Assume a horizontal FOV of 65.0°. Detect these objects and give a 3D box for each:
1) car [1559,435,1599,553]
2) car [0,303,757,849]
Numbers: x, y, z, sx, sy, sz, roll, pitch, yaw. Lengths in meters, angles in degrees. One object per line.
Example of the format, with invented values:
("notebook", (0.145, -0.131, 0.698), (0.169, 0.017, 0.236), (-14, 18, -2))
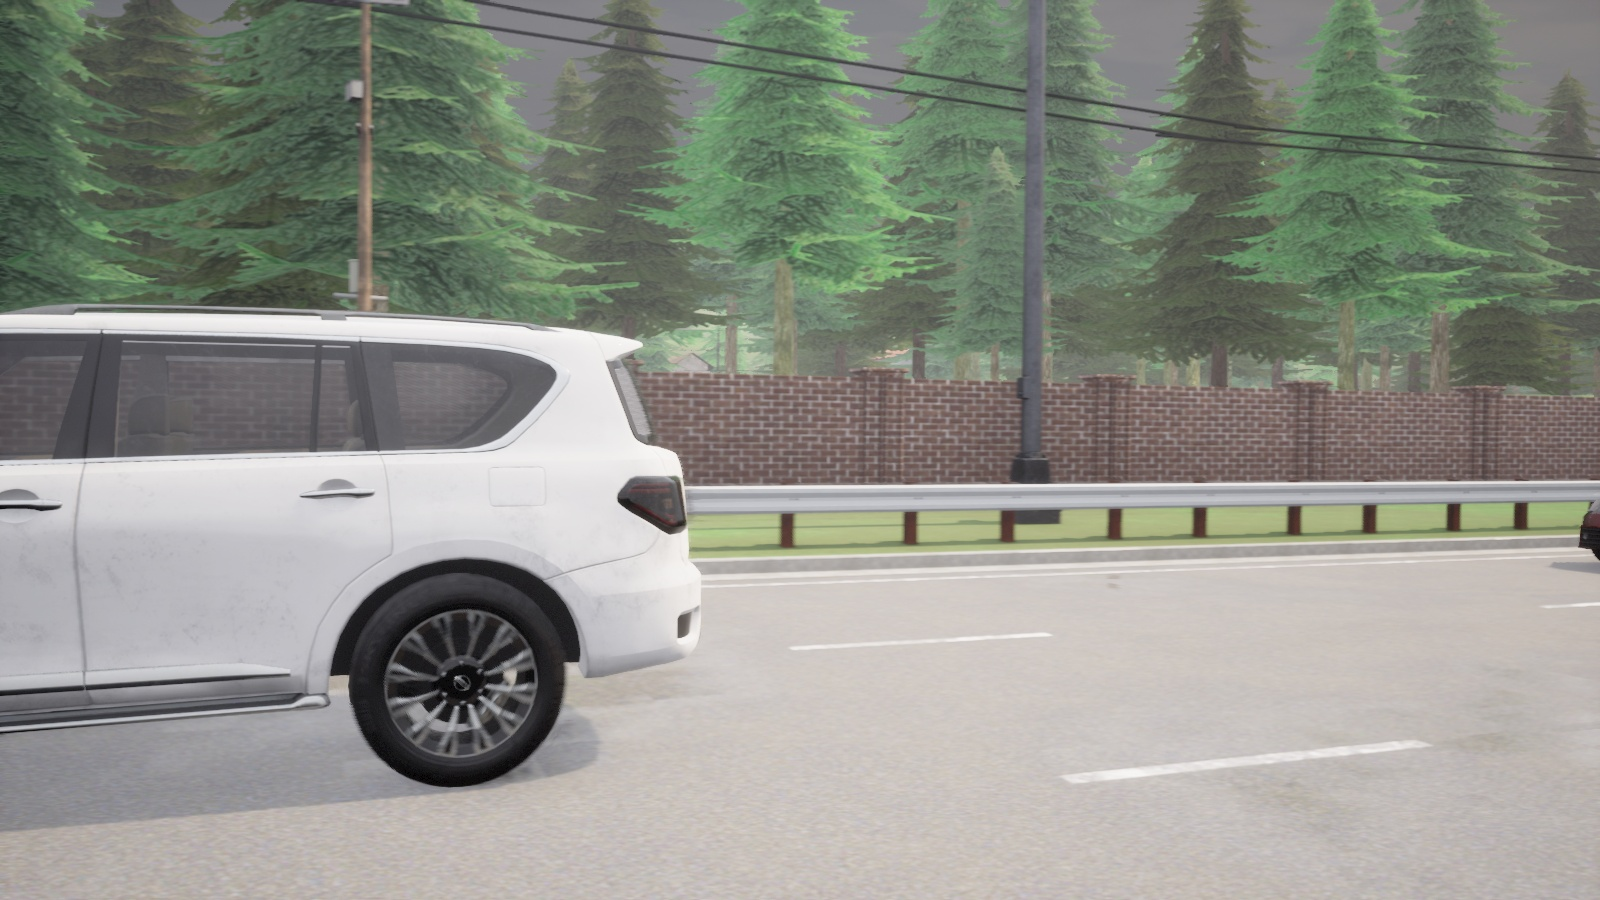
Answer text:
("car", (11.554, 0.491, 15.115), (4.181, 1.385, 1.994), (-1, 1, -21))
("car", (-3.192, 0.458, 5.768), (5.566, 2.045, 2.150), (-1, 1, -21))
